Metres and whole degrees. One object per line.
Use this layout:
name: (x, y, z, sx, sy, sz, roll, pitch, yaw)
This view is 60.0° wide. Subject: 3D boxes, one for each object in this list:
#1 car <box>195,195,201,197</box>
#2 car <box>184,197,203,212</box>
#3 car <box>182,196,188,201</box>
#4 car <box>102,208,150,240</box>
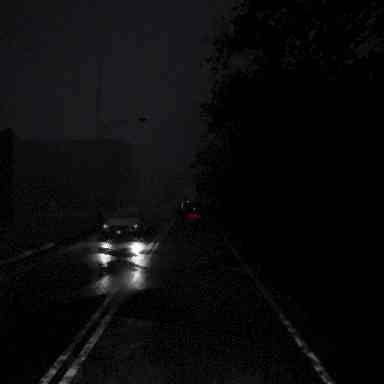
car: (1.425, 1.767, 88.468, 1.895, 1.301, 4.718, 0, 0, 2)
car: (0.294, 1.699, 41.312, 1.837, 1.490, 4.892, 0, 0, 1)
car: (-1.644, 1.828, 94.182, 1.994, 1.385, 4.181, 0, 0, 2)
car: (-3.337, 1.574, 17.483, 1.812, 1.442, 4.674, 0, 0, 0)
